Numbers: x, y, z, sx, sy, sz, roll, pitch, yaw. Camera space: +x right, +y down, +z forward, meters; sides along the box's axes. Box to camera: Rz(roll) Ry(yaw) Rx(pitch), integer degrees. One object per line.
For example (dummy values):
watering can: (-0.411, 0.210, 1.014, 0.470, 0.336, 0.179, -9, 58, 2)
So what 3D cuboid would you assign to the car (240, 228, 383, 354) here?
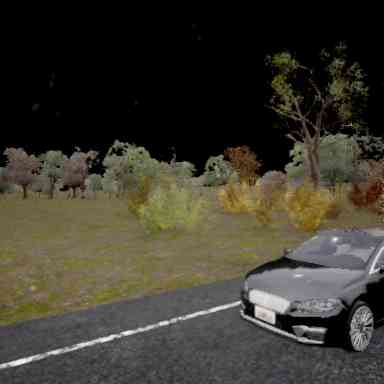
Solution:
car: (3.025, 1.486, 6.196, 4.902, 1.511, 2.128, 0, 0, -36)
